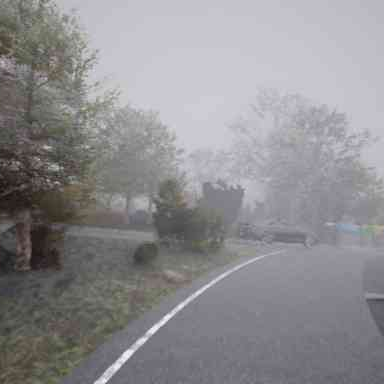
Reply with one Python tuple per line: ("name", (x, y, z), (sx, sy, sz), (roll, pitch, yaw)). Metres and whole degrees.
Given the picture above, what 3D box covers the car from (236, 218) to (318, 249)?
("car", (4.854, 2.280, 18.672), (4.902, 1.511, 2.128), (7, -6, -23))
